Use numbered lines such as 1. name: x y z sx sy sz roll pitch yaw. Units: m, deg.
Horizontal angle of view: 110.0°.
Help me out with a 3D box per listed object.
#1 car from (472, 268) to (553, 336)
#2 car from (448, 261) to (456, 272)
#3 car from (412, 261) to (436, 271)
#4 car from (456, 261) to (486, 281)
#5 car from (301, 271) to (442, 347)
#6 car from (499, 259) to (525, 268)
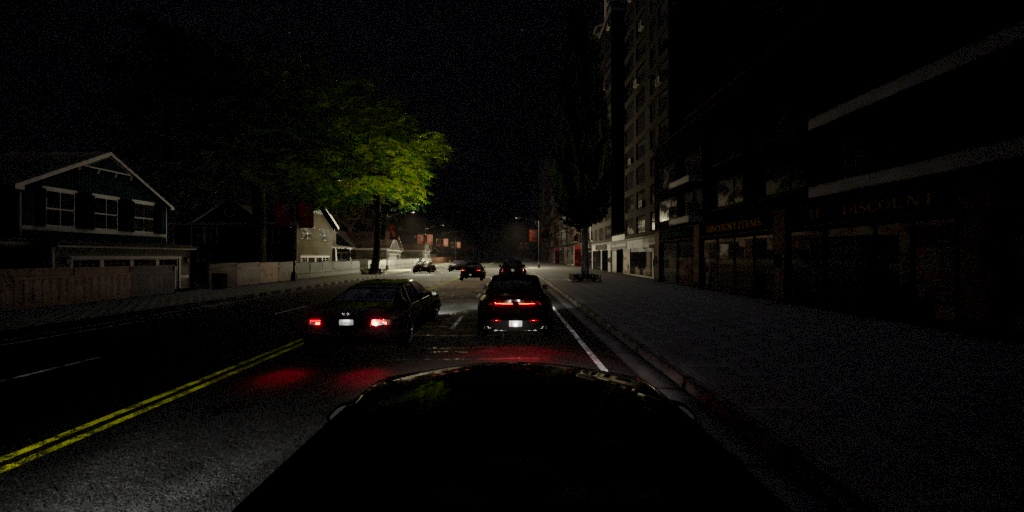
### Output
1. car: 0.072 1.254 10.365 1.837 1.490 4.892 0 0 0
2. car: -6.742 1.274 44.950 2.033 1.411 5.357 0 0 0
3. car: -9.982 1.294 41.127 1.994 1.385 4.181 0 0 0
4. car: -3.247 1.265 30.172 1.812 1.442 4.674 0 0 0
5. car: -3.168 1.297 9.269 2.033 1.411 5.357 0 0 -1
6. car: 0.013 1.093 28.646 2.097 1.767 4.553 0 0 -1
